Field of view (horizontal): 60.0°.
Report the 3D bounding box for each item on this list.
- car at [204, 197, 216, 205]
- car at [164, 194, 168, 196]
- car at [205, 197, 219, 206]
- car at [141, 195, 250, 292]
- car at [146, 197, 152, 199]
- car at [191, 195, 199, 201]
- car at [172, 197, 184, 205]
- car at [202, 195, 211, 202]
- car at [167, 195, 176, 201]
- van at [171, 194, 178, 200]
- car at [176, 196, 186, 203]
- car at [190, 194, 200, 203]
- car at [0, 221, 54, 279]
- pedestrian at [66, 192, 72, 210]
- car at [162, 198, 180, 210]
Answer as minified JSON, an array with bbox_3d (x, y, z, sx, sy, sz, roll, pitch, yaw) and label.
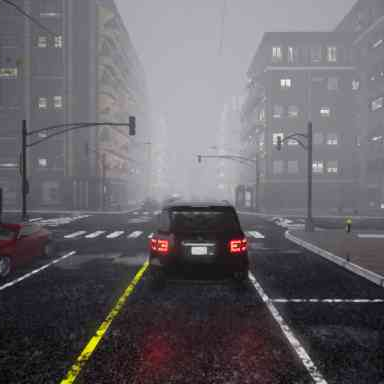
[{"bbox_3d":[3.215,1.543,59.232,1.887,1.381,4.507,0,0,1],"label":"car"},{"bbox_3d":[-5.063,1.314,70.591,2.192,1.841,5.009,0,0,1],"label":"car"},{"bbox_3d":[3.164,1.549,53.594,2.008,1.369,4.403,0,0,1],"label":"car"},{"bbox_3d":[0.165,1.221,9.075,2.150,2.045,5.566,0,0,1],"label":"car"},{"bbox_3d":[-5.319,1.438,42.399,1.967,1.590,4.097,0,0,1],"label":"car"},{"bbox_3d":[0.744,1.477,82.676,1.882,1.535,5.008,0,0,1],"label":"car"},{"bbox_3d":[-2.512,1.563,61.569,1.994,1.385,4.181,0,0,1],"label":"car"},{"bbox_3d":[3.369,1.439,76.148,1.967,1.590,4.097,0,0,1],"label":"car"},{"bbox_3d":[-4.961,1.525,81.698,1.752,1.417,4.829,0,0,1],"label":"car"},{"bbox_3d":[-4.856,1.340,93.145,1.690,1.788,3.998,0,0,1],"label":"van"},{"bbox_3d":[-2.356,1.522,71.874,1.812,1.442,4.674,0,0,1],"label":"car"},{"bbox_3d":[0.670,1.354,72.899,2.097,1.767,4.553,0,0,1],"label":"car"},{"bbox_3d":[-5.614,1.581,9.989,1.802,1.307,4.206,0,0,1],"label":"car"},{"bbox_3d":[-12.421,0.902,33.456,0.375,1.860,0.375,0,-1,0],"label":"pedestrian"},{"bbox_3d":[-2.703,1.562,43.028,1.994,1.385,4.181,0,0,1],"label":"car"}]
